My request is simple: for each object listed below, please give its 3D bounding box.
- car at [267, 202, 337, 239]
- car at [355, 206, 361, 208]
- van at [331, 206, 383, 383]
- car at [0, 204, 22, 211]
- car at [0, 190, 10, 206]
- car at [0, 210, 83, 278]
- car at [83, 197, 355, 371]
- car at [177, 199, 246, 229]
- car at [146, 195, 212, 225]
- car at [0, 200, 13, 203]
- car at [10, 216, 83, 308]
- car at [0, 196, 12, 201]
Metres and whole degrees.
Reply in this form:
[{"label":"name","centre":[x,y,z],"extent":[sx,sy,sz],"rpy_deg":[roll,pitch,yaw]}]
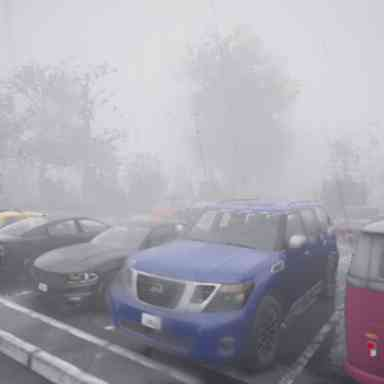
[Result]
[{"label":"car","centre":[6.130,1.400,18.128],"extent":[2.231,1.521,4.892],"rpy_deg":[1,1,36]},{"label":"car","centre":[8.303,1.465,16.528],"extent":[2.163,1.488,4.792],"rpy_deg":[1,1,36]},{"label":"van","centre":[3.507,1.252,4.675],"extent":[1.878,1.987,4.442],"rpy_deg":[1,1,36]},{"label":"car","centre":[-5.647,1.320,11.308],"extent":[1.946,1.575,5.366],"rpy_deg":[1,1,36]},{"label":"car","centre":[-26.322,0.747,41.670],"extent":[2.435,2.045,5.566],"rpy_deg":[1,1,35]},{"label":"car","centre":[-3.459,1.362,9.509],"extent":[2.097,1.535,5.008],"rpy_deg":[1,1,36]},{"label":"car","centre":[1.126,1.188,6.200],"extent":[2.435,2.045,5.566],"rpy_deg":[1,1,36]},{"label":"car","centre":[1.430,1.320,21.478],"extent":[2.097,1.535,5.008],"rpy_deg":[1,1,36]},{"label":"car","centre":[-0.779,1.157,23.026],"extent":[2.185,1.767,4.553],"rpy_deg":[1,1,36]},{"label":"car","centre":[-10.350,1.286,14.448],"extent":[2.002,1.452,4.674],"rpy_deg":[1,1,36]},{"label":"car","centre":[-1.156,1.400,7.874],"extent":[2.097,1.535,5.008],"rpy_deg":[1,1,36]},{"label":"car","centre":[-24.088,0.916,40.008],"extent":[2.185,1.767,4.553],"rpy_deg":[1,1,35]}]
